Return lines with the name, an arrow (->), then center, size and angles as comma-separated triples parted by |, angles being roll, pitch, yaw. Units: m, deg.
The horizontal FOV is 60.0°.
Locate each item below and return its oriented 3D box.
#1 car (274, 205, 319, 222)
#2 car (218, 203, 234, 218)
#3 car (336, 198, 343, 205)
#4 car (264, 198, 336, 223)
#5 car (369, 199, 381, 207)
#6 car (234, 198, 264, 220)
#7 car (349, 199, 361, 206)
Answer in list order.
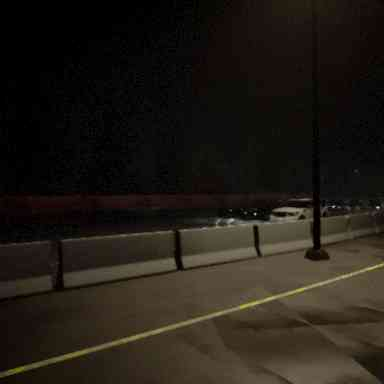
car -> 9.642, 1.910, 30.499 | 4.718, 1.301, 1.895 | 0, -1, -45
car -> 4.884, 1.895, 35.657 | 5.008, 1.535, 1.882 | 1, -1, -45
car -> 30.215, 2.032, 69.338 | 1.994, 1.385, 4.181 | -1, -1, 29
car -> 7.894, 1.464, 24.016 | 5.566, 2.045, 2.150 | 0, -1, -43
car -> 34.657, 2.015, 62.920 | 2.033, 1.411, 5.357 | -1, -1, 31
car -> 6.923, 1.584, 32.743 | 5.566, 2.045, 2.150 | 0, -1, -45
car -> 32.269, 2.047, 65.784 | 1.812, 1.442, 4.674 | -1, -1, 29
